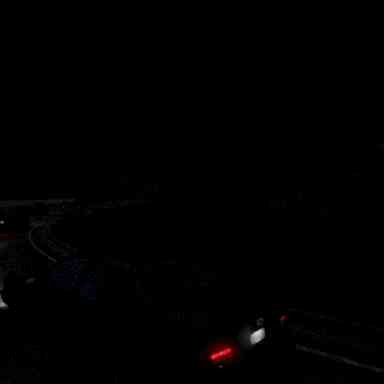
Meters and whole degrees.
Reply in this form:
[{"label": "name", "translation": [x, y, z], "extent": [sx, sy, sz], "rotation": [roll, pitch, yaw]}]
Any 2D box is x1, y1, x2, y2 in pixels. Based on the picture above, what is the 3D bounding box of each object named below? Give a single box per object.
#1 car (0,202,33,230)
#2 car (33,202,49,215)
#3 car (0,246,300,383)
[{"label": "car", "translation": [-12.207, 1.689, 22.345], "extent": [1.882, 1.535, 5.008], "rotation": [0, 0, -20]}, {"label": "car", "translation": [-18.087, 1.884, 38.405], "extent": [1.812, 1.442, 4.674], "rotation": [0, -1, -4]}, {"label": "car", "translation": [-1.152, 1.595, 5.221], "extent": [5.357, 1.411, 2.033], "rotation": [-1, -1, 42]}]
